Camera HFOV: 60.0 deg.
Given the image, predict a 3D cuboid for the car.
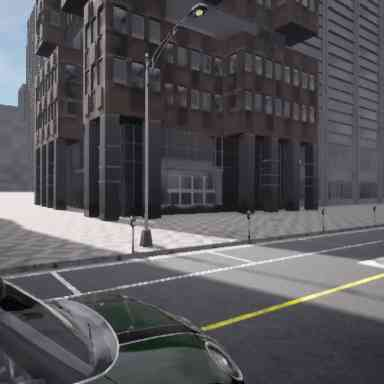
[{"bbox_3d":[-1.729,1.347,2.200,4.553,1.767,2.097,0,0,-35],"label":"car"}]
